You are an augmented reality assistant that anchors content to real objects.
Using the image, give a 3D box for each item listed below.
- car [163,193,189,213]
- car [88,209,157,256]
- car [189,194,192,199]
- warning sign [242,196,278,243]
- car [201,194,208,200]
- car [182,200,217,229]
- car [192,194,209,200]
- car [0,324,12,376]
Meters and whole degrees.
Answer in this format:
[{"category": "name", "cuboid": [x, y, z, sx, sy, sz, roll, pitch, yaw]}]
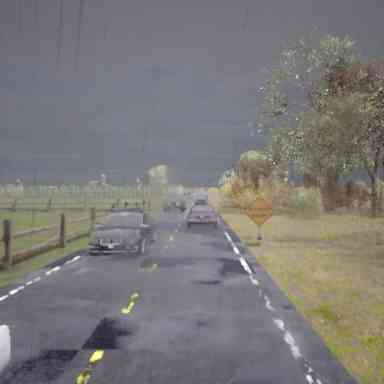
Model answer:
[{"category": "car", "cuboid": [-1.808, 1.129, 36.344, 2.150, 2.045, 5.566, 0, 0, 2]}, {"category": "car", "cuboid": [-2.526, 1.465, 13.062, 1.837, 1.490, 4.892, 0, 1, 2]}, {"category": "car", "cuboid": [-0.778, 1.126, 74.268, 1.994, 1.385, 4.181, 0, 0, 2]}, {"category": "warning sign", "cuboid": [2.794, 1.101, 13.848, 1.300, 1.860, 1.060, 0, 0, 2]}, {"category": "car", "cuboid": [3.328, 1.219, 88.855, 1.812, 1.442, 4.674, 0, 0, 2]}, {"category": "car", "cuboid": [0.645, 1.505, 21.509, 2.033, 1.411, 5.357, 0, 0, 1]}, {"category": "car", "cuboid": [1.298, 1.387, 45.698, 1.837, 1.490, 4.892, 0, 0, 2]}, {"category": "car", "cuboid": [-2.841, 1.585, 1.202, 1.895, 1.301, 4.718, 0, 0, 1]}]
